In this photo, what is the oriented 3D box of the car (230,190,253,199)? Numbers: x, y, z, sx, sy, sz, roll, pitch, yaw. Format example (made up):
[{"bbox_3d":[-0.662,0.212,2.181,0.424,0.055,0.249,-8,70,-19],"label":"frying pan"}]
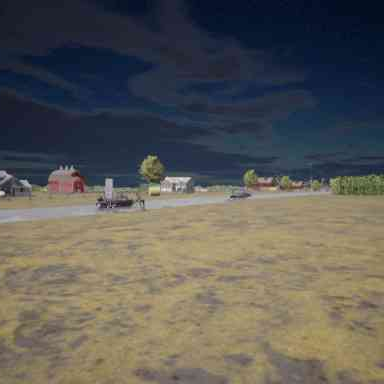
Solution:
[{"bbox_3d":[8.429,0.392,56.596,2.033,1.411,5.357,1,2,35],"label":"car"}]

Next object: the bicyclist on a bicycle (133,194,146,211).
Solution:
[{"bbox_3d":[-4.902,0.992,31.130,1.656,1.620,0.582,0,1,35],"label":"bicyclist on a bicycle"}]

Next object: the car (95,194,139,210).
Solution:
[{"bbox_3d":[-7.580,0.961,34.100,1.837,1.490,4.892,1,2,35],"label":"car"}]
